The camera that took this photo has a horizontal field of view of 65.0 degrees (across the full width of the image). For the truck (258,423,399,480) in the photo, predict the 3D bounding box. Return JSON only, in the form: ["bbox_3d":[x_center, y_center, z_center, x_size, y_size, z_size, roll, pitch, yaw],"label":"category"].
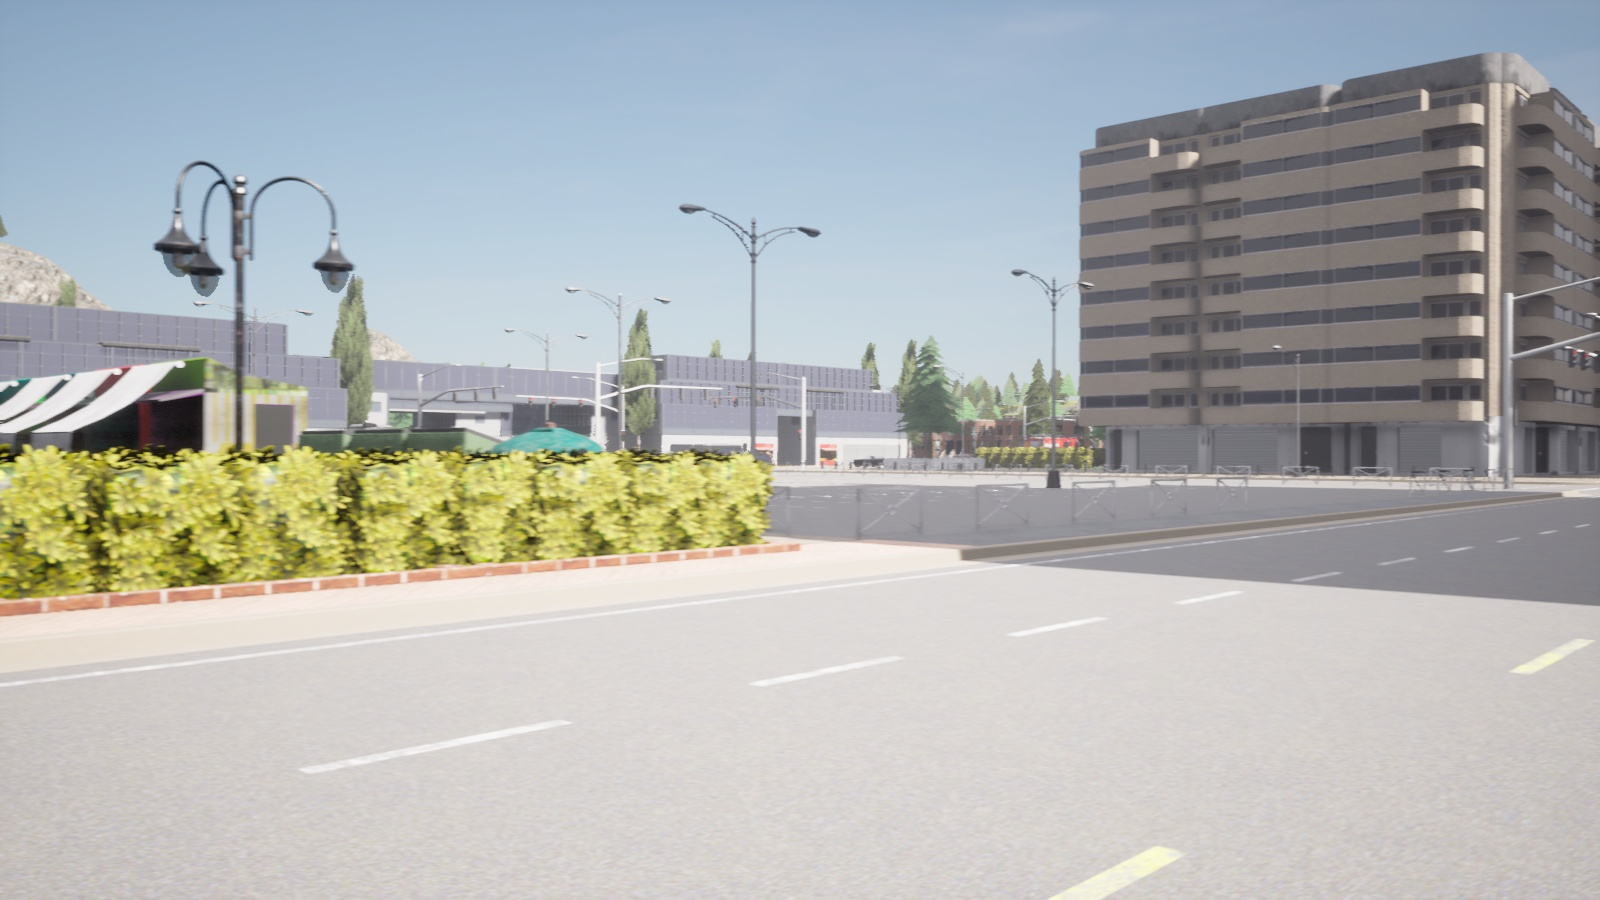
[{"bbox_3d":[-29.993,0.072,80.121,2.891,3.462,7.936,0,0,44],"label":"truck"}]
